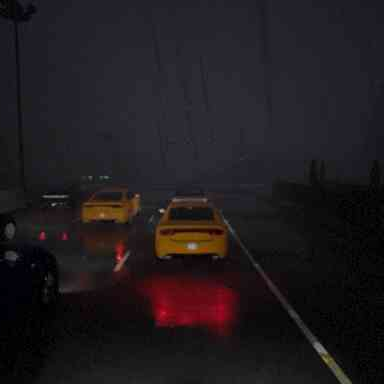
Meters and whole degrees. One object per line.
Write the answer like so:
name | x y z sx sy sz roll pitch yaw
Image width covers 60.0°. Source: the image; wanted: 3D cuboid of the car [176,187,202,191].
car | -0.158 0.346 19.721 1.895 1.301 4.718 0 5 -1

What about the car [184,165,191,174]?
car | -1.240 -5.600 87.907 2.033 1.411 5.357 0 5 -1

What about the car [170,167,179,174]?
car | -4.740 -5.663 87.851 1.882 1.535 5.008 0 5 -1

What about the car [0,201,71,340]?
car | -3.451 1.201 4.213 2.097 1.767 4.553 0 2 -1

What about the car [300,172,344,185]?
car | 16.806 -1.779 43.308 4.902 1.511 2.128 0 5 1

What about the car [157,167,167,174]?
car | -8.239 -5.612 87.805 2.128 1.511 4.902 0 5 -1

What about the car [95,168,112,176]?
car | -18.507 -4.208 71.528 2.128 1.511 4.902 0 5 -1

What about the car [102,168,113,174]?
car | -22.241 -5.613 87.838 1.994 1.385 4.181 0 5 -1

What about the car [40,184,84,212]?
car | -7.158 0.242 19.537 2.128 1.511 4.902 0 5 -1

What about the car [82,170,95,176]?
car | -22.006 -4.135 71.454 1.895 1.301 4.718 0 5 -1

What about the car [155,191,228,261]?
car | -0.030 0.986 10.369 1.882 1.535 5.008 0 4 -1

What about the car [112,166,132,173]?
car | -15.006 -4.505 71.522 2.150 2.045 5.566 0 5 -1

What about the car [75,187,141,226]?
car | -3.604 0.562 15.657 1.882 1.535 5.008 0 5 -1

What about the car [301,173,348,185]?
car | 15.946 -1.494 39.836 5.008 1.535 1.882 0 5 1
